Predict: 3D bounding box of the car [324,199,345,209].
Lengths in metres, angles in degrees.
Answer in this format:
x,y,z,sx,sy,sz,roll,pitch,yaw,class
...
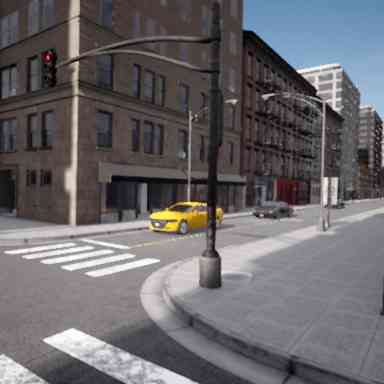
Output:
x,y,z,sx,sy,sz,roll,pitch,yaw,class
19.355,1.604,45.180,1.895,1.301,4.718,2,1,36,car

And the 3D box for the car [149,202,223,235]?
x,y,z,sx,sy,sz,roll,pitch,yaw,class
-0.204,1.295,17.888,1.882,1.535,5.008,2,1,35,car

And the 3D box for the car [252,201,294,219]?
x,y,z,sx,sy,sz,roll,pitch,yaw,class
6.954,1.434,27.937,2.033,1.411,5.357,2,1,35,car
